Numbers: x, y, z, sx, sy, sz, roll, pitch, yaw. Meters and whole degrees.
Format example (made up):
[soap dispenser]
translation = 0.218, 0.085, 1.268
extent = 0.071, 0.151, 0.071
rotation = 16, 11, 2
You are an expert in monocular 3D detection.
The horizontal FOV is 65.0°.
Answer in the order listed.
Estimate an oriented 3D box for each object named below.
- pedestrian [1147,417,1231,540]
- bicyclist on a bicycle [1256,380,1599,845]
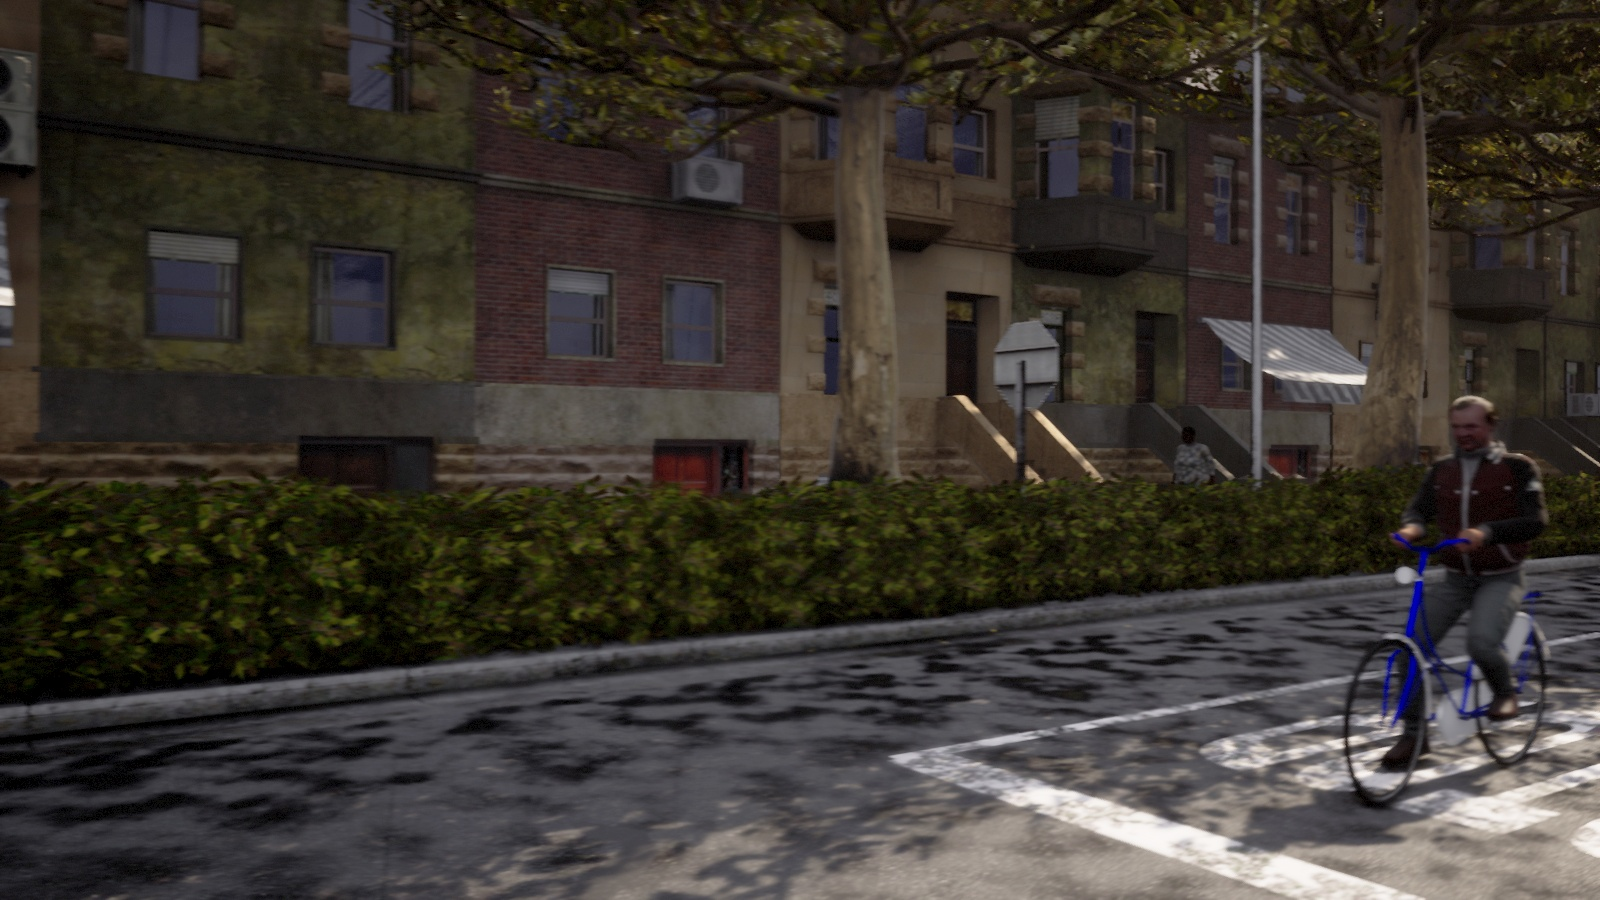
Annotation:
[pedestrian]
translation = 6.063, 0.437, 19.607
extent = 0.900, 1.855, 0.874
rotation = 0, 0, -34
[bicyclist on a bicycle]
translation = 2.870, 0.623, 5.609
extent = 1.843, 1.776, 0.659
rotation = 0, 0, -36
